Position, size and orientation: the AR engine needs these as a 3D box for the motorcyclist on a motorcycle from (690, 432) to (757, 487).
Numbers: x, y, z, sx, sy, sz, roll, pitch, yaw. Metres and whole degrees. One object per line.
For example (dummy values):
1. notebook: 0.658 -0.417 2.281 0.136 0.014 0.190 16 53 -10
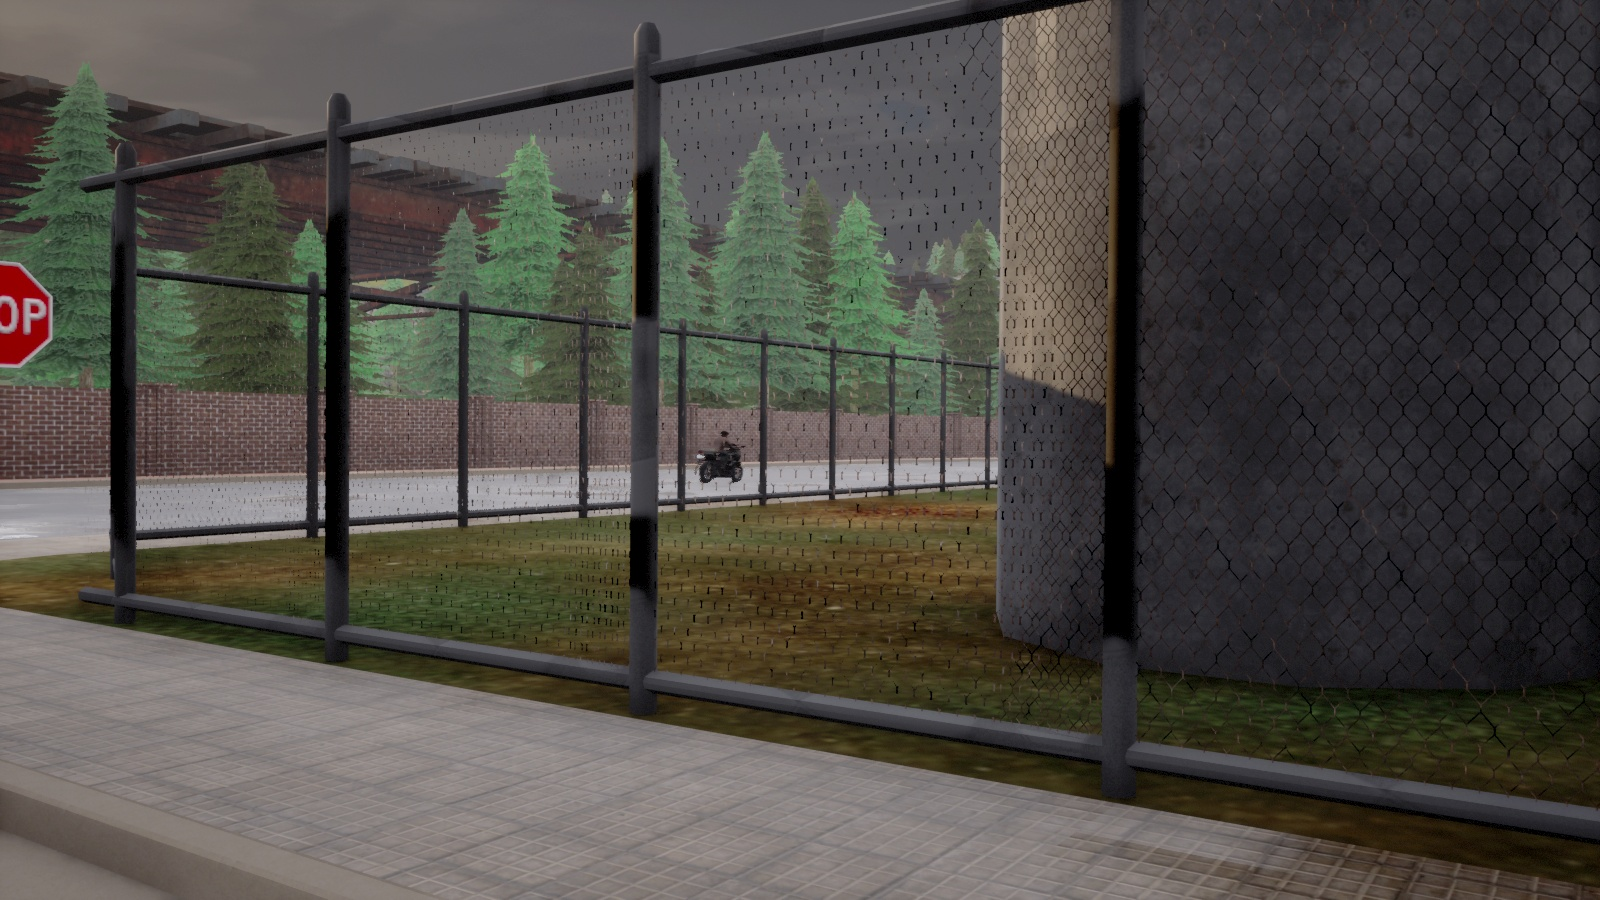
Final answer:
1. motorcyclist on a motorcycle: -2.172 0.243 35.912 0.797 1.523 2.044 0 1 34
